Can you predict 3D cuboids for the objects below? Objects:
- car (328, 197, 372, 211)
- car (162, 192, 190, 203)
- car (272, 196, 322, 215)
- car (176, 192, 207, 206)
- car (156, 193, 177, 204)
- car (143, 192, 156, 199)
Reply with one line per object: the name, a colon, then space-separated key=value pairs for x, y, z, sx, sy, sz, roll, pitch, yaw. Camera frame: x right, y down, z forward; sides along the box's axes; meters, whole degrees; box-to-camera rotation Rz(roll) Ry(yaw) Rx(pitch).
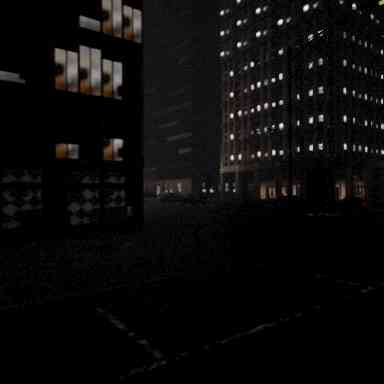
car: x=15.651 y=1.180 z=33.115 sx=1.802 sy=1.307 sz=4.206 roll=0 pitch=1 yaw=-32
car: x=-2.584 y=0.848 z=51.223 sx=2.128 sy=1.511 sz=4.902 roll=-1 pitch=1 yaw=-34
car: x=9.031 y=1.253 z=28.425 sx=1.802 sy=1.307 sz=4.206 roll=0 pitch=1 yaw=-32
car: x=0.138 y=1.062 z=42.383 sx=1.802 sy=1.307 sz=4.206 roll=0 pitch=1 yaw=-33
car: x=-2.810 y=0.944 z=46.880 sx=1.752 sy=1.417 sz=4.829 roll=0 pitch=1 yaw=-33
car: x=-8.880 y=0.665 z=69.668 sx=1.947 sy=1.339 sz=4.313 roll=0 pitch=1 yaw=-36
